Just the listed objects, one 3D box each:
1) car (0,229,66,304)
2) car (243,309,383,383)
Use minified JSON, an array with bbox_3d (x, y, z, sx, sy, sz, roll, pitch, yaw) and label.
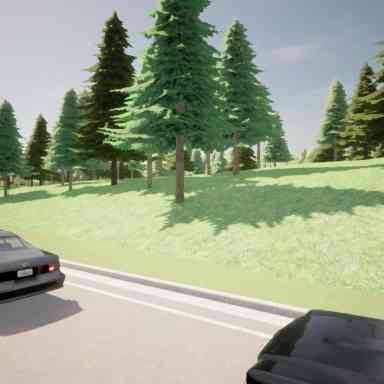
[{"bbox_3d":[-5.138,1.547,7.639,5.357,1.411,2.033,0,0,36],"label":"car"},{"bbox_3d":[2.680,1.601,2.079,4.718,1.301,1.895,0,0,36],"label":"car"}]
